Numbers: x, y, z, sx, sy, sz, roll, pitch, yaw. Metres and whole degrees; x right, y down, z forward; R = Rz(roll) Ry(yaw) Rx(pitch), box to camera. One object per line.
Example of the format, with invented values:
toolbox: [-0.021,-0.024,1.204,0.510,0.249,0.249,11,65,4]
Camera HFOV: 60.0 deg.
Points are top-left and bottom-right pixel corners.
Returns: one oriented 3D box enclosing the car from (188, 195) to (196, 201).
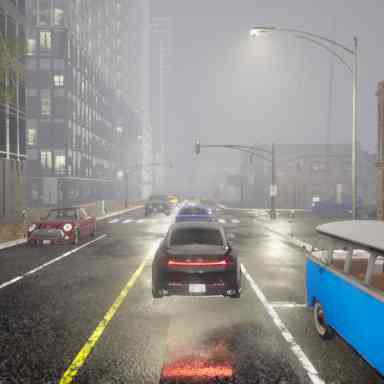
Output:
car: [-0.094,1.480,79.533,1.837,1.490,4.892,0,0,0]

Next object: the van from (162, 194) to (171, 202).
van: [-5.761,1.323,75.584,1.690,1.788,3.998,-1,0,0]

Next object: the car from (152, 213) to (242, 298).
car: [0.088,1.502,8.468,1.837,1.490,4.892,0,0,0]

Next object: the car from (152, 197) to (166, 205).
car: [-5.738,1.551,58.651,1.947,1.339,4.313,-1,0,0]

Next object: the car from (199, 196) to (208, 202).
car: [2.590,1.564,75.539,1.802,1.307,4.206,-1,0,0]

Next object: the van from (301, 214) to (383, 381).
van: [2.669,1.340,3.986,1.690,1.788,3.998,-1,0,0]

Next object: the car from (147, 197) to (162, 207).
car: [-5.902,1.512,52.838,1.752,1.417,4.829,-1,0,0]

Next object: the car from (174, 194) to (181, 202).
car: [-3.155,1.464,51.038,1.882,1.535,5.008,0,0,0]

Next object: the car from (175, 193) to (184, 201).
car: [-3.127,1.476,63.913,2.128,1.511,4.902,0,0,1]

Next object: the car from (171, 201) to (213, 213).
car: [0.070,1.472,17.956,1.882,1.535,5.008,0,0,0]

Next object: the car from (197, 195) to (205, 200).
car: [2.570,1.531,92.471,2.008,1.369,4.403,-1,0,0]

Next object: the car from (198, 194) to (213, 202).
car: [2.607,1.425,58.607,1.967,1.590,4.097,-1,0,0]

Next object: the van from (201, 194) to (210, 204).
van: [2.599,1.325,64.251,1.690,1.788,3.998,-1,0,0]

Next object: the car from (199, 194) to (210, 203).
car: [2.592,1.298,69.895,2.192,1.841,5.009,-1,0,0]

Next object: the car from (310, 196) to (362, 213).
car: [16.480,1.411,38.334,5.009,1.841,2.192,1,0,1]

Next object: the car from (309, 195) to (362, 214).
car: [15.507,1.349,35.749,5.566,2.045,2.150,1,1,1]

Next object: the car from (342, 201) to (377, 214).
car: [16.381,1.793,29.957,4.313,1.339,1.947,1,0,1]

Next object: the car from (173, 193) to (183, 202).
car: [-3.089,1.207,75.410,2.150,2.045,5.566,0,0,0]

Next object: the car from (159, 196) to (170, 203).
car: [-5.751,1.549,69.940,1.947,1.339,4.313,-1,0,0]

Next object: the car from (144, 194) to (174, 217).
car: [-3.138,1.213,31.215,2.150,2.045,5.566,0,0,0]

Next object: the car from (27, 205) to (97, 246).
car: [-5.722,1.436,15.060,1.967,1.590,4.097,-1,0,0]
